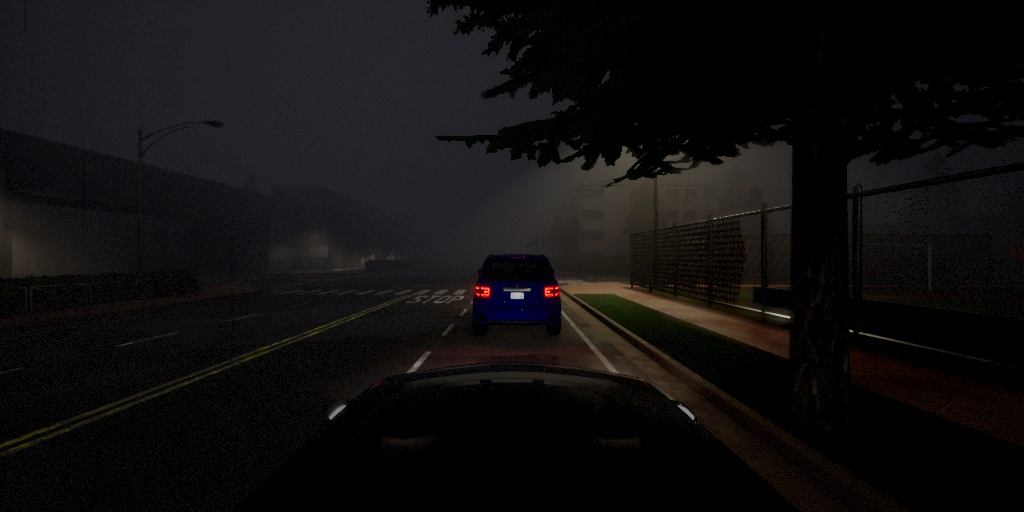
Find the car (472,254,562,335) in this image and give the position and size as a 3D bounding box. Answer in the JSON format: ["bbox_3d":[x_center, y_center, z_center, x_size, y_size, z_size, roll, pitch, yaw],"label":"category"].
[{"bbox_3d":[0.125,0.971,10.609,2.150,2.045,5.566,0,0,0],"label":"car"}]

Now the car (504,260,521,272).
[{"bbox_3d":[0.068,1.241,46.451,2.128,1.511,4.902,0,0,-1],"label":"car"}]
